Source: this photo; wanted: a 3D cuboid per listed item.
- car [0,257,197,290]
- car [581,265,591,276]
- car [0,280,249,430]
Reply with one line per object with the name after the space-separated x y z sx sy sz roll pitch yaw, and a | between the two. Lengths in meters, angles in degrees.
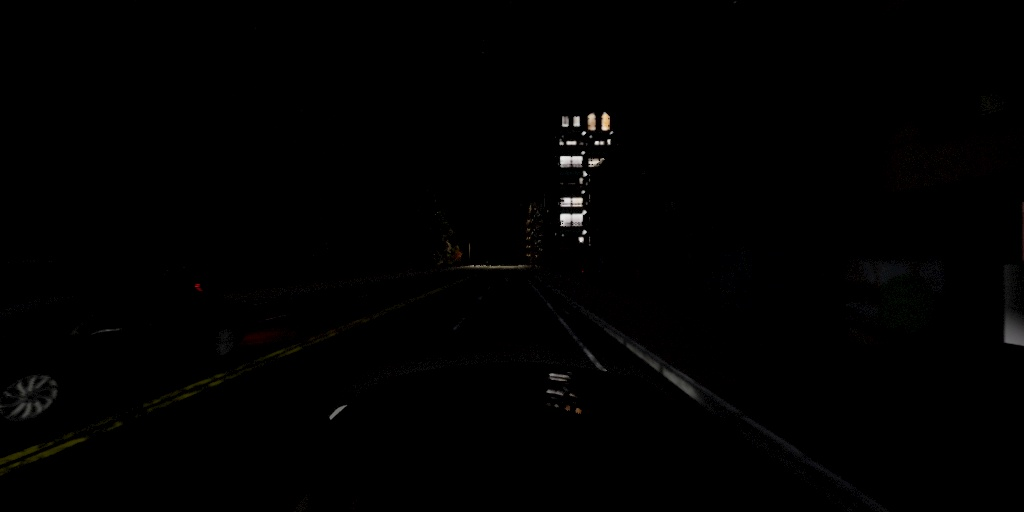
-9.854 1.041 7.843 2.150 2.045 5.566 0 -1 0 | car
12.190 2.025 50.571 4.892 1.490 1.837 1 -1 0 | car
-6.603 1.301 5.734 1.837 1.490 4.892 0 -1 0 | car
